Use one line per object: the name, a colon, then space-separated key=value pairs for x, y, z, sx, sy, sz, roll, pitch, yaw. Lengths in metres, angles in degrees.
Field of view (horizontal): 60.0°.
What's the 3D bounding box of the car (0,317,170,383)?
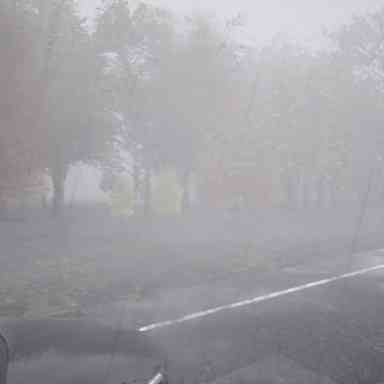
car: x=-2.315 y=1.525 z=2.096 sx=4.674 sy=1.442 sz=1.812 roll=0 pitch=0 yaw=-35
